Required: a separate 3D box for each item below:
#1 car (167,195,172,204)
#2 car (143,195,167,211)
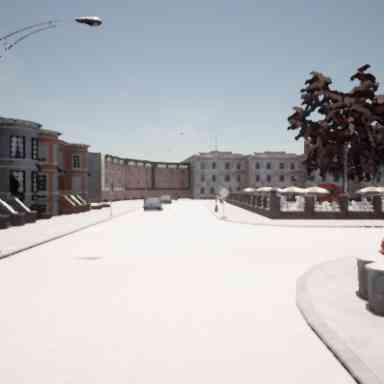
[{"bbox_3d":[-4.136,1.183,52.698,2.033,1.411,5.357,0,0,1],"label":"car"},{"bbox_3d":[-4.117,1.277,36.008,1.812,1.442,4.674,0,1,0],"label":"car"}]
